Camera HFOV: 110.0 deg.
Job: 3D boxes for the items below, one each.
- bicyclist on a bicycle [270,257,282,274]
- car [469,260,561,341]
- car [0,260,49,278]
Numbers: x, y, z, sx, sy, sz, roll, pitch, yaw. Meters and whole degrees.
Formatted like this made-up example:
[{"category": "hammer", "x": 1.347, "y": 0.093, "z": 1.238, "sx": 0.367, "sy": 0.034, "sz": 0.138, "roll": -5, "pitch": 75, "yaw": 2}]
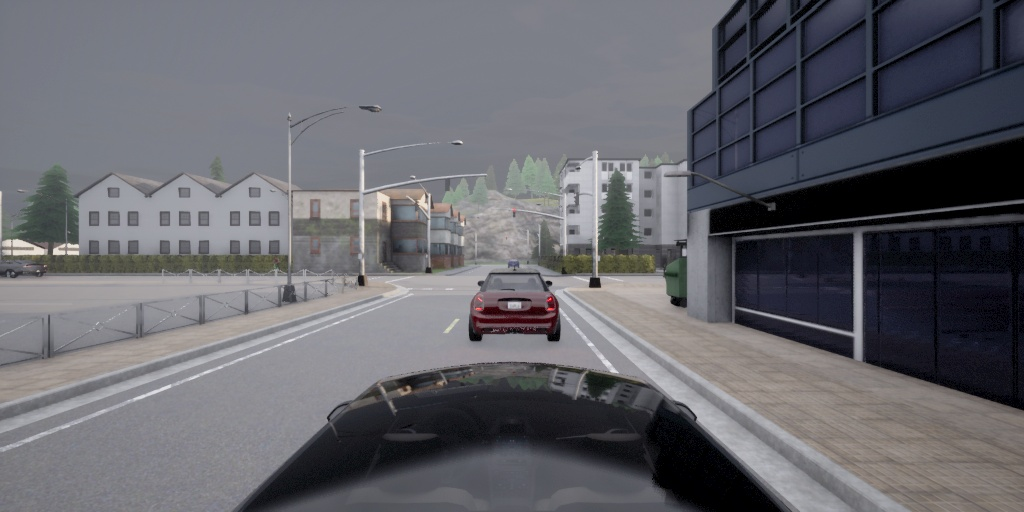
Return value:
[{"category": "bicyclist on a bicycle", "x": -22.226, "y": 0.874, "z": 33.826, "sx": 0.582, "sy": 1.620, "sz": 1.656, "roll": 0, "pitch": 0, "yaw": 0}, {"category": "car", "x": 0.081, "y": 1.102, "z": 9.993, "sx": 2.097, "sy": 1.767, "sz": 4.553, "roll": 0, "pitch": 0, "yaw": 1}, {"category": "car", "x": -42.115, "y": 1.065, "z": 30.065, "sx": 4.902, "sy": 1.511, "sz": 2.128, "roll": 0, "pitch": 0, "yaw": 0}]
